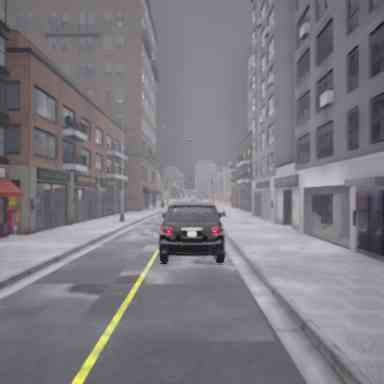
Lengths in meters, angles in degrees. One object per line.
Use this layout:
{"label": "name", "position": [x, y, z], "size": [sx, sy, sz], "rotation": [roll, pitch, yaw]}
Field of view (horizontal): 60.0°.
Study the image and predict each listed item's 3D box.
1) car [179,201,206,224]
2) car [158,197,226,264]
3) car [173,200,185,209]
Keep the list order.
{"label": "car", "position": [0.105, 1.657, 28.401], "size": [2.097, 1.767, 4.553], "rotation": [0, -1, 1]}
{"label": "car", "position": [0.011, 1.357, 12.573], "size": [2.150, 2.045, 5.566], "rotation": [0, 0, 0]}
{"label": "car", "position": [-2.254, 2.209, 58.969], "size": [1.994, 1.385, 4.181], "rotation": [0, -1, 0]}
